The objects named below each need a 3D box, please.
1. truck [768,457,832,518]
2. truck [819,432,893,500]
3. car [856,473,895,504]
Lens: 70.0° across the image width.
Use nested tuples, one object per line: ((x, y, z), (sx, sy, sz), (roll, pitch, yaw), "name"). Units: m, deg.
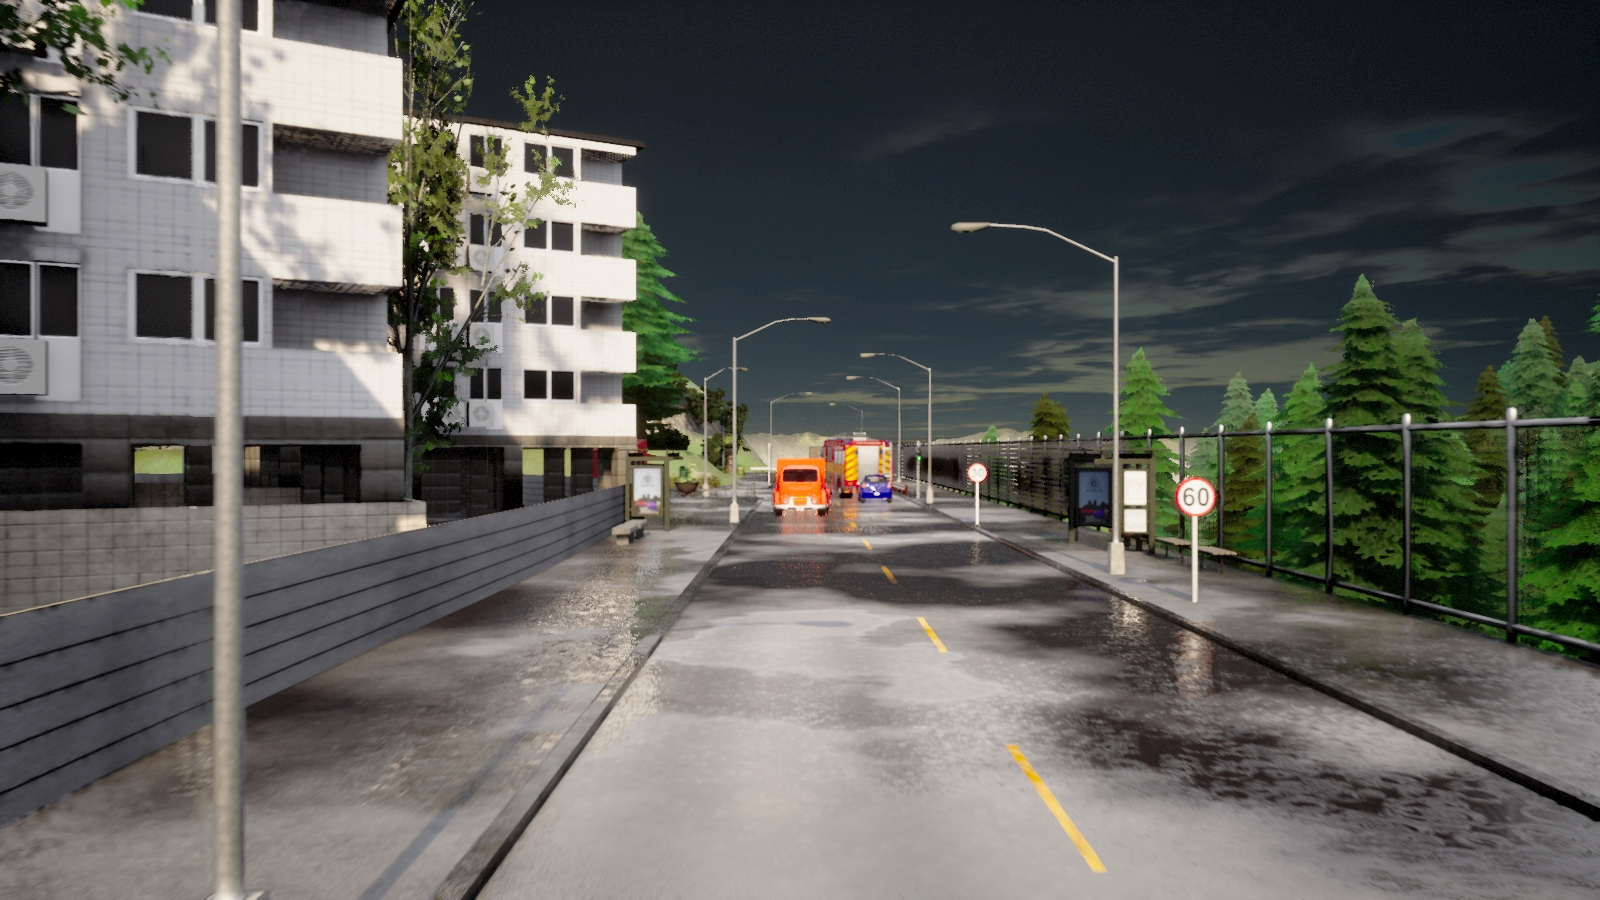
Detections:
((0.045, 1.568, 49.380), (2.627, 2.467, 5.204), (0, 0, 1), "truck")
((3.264, 0.890, 68.772), (2.891, 3.827, 8.468), (0, 0, -8), "truck")
((3.996, 2.038, 61.263), (1.845, 1.501, 3.633), (0, 0, 0), "car")
